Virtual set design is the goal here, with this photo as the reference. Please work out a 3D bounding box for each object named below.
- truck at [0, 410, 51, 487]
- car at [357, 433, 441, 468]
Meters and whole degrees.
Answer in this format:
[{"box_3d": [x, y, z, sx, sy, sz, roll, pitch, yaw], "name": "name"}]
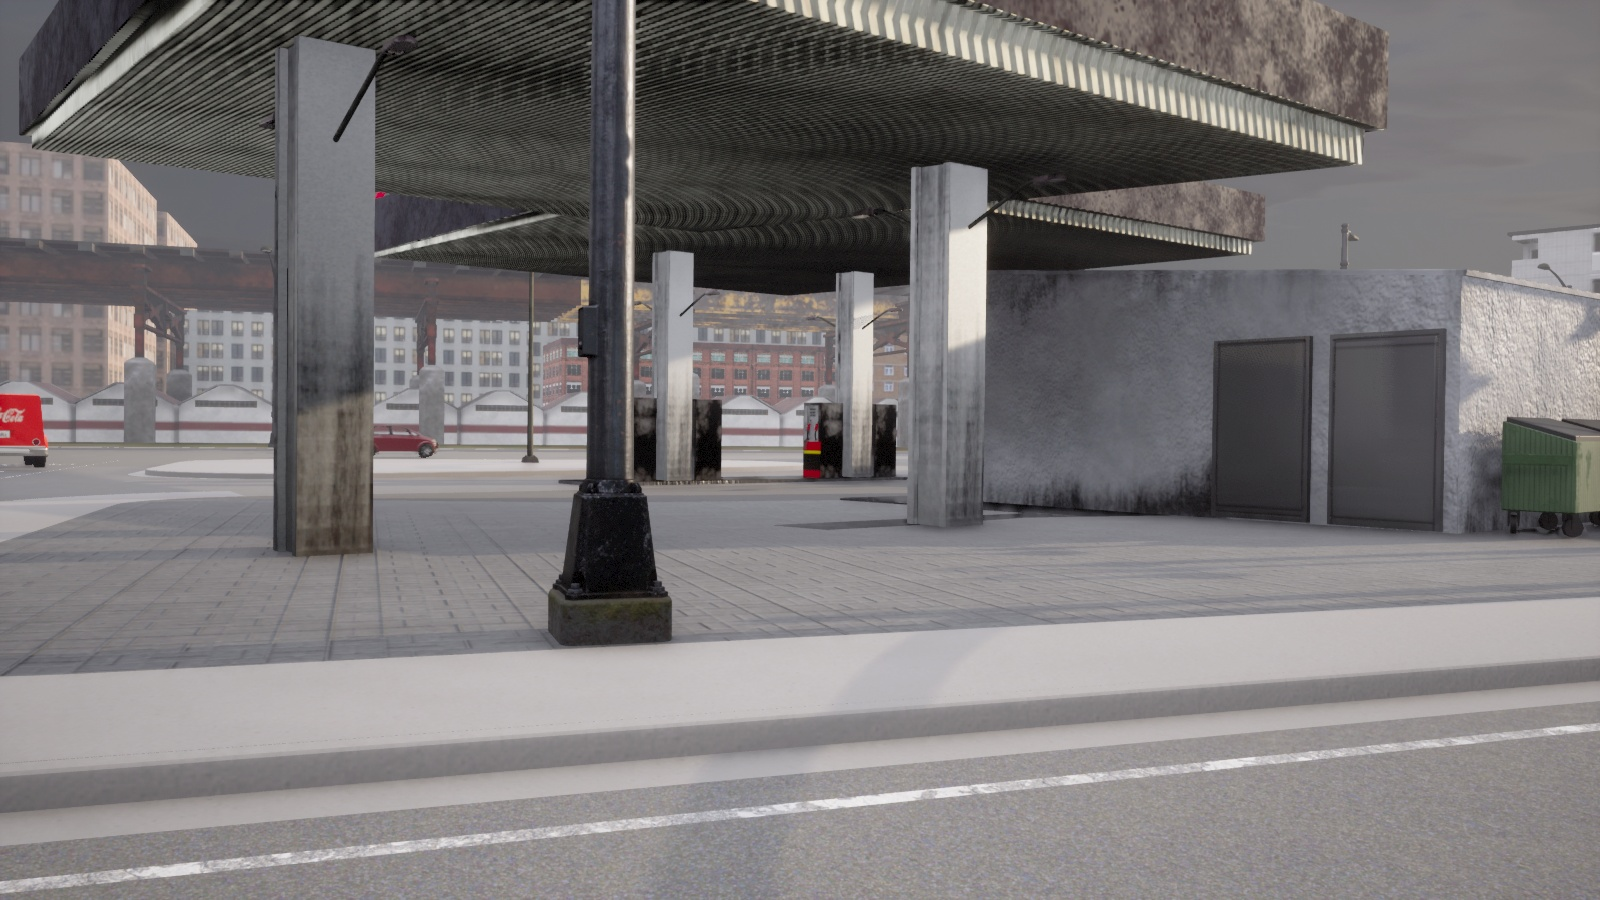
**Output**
[{"box_3d": [-27.029, -0.087, 42.473, 2.627, 2.467, 5.204, -1, 1, -34], "name": "truck"}, {"box_3d": [-18.905, 0.017, 59.246, 3.705, 1.549, 1.789, -1, 1, -19], "name": "car"}]
